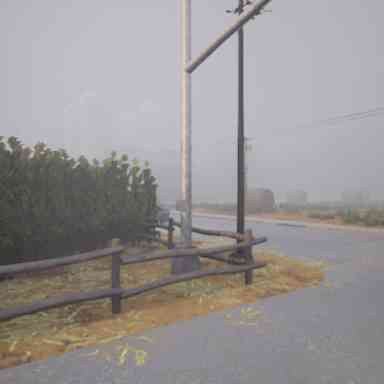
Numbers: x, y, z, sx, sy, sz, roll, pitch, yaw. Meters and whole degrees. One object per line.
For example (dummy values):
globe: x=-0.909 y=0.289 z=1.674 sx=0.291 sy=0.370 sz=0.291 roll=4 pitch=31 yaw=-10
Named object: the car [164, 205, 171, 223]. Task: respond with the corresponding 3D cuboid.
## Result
car: x=-3.796 y=1.227 z=24.996 sx=2.150 sy=2.045 sz=5.566 roll=0 pitch=0 yaw=-36
